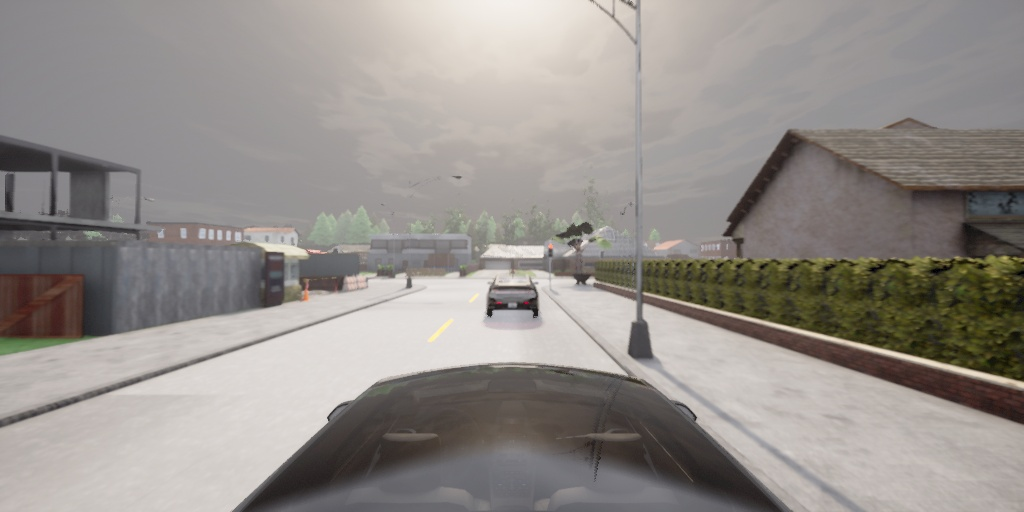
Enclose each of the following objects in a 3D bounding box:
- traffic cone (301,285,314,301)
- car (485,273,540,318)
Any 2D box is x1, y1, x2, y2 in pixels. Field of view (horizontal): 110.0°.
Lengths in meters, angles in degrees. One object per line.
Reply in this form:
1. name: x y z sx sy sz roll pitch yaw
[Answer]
1. traffic cone: -9.674 1.804 16.850 0.344 0.586 0.344 0 0 0
2. car: 0.038 1.406 13.885 2.128 1.511 4.902 0 -1 1
